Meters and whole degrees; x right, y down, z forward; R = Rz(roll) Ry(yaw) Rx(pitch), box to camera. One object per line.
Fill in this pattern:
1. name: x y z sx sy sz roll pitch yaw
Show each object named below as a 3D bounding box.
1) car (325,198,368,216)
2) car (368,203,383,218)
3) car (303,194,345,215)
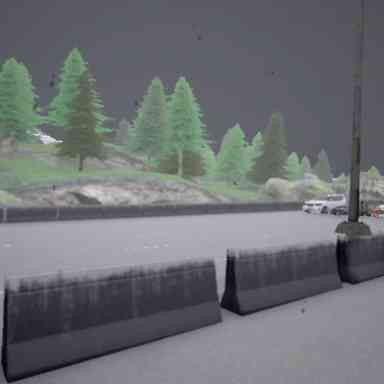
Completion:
1. car: 15.500 1.616 31.889 5.357 1.411 2.033 0 0 -35
2. car: 17.926 1.439 29.307 4.553 1.767 2.097 0 0 -35
3. car: 14.200 1.279 35.236 5.566 2.045 2.150 0 0 -35
